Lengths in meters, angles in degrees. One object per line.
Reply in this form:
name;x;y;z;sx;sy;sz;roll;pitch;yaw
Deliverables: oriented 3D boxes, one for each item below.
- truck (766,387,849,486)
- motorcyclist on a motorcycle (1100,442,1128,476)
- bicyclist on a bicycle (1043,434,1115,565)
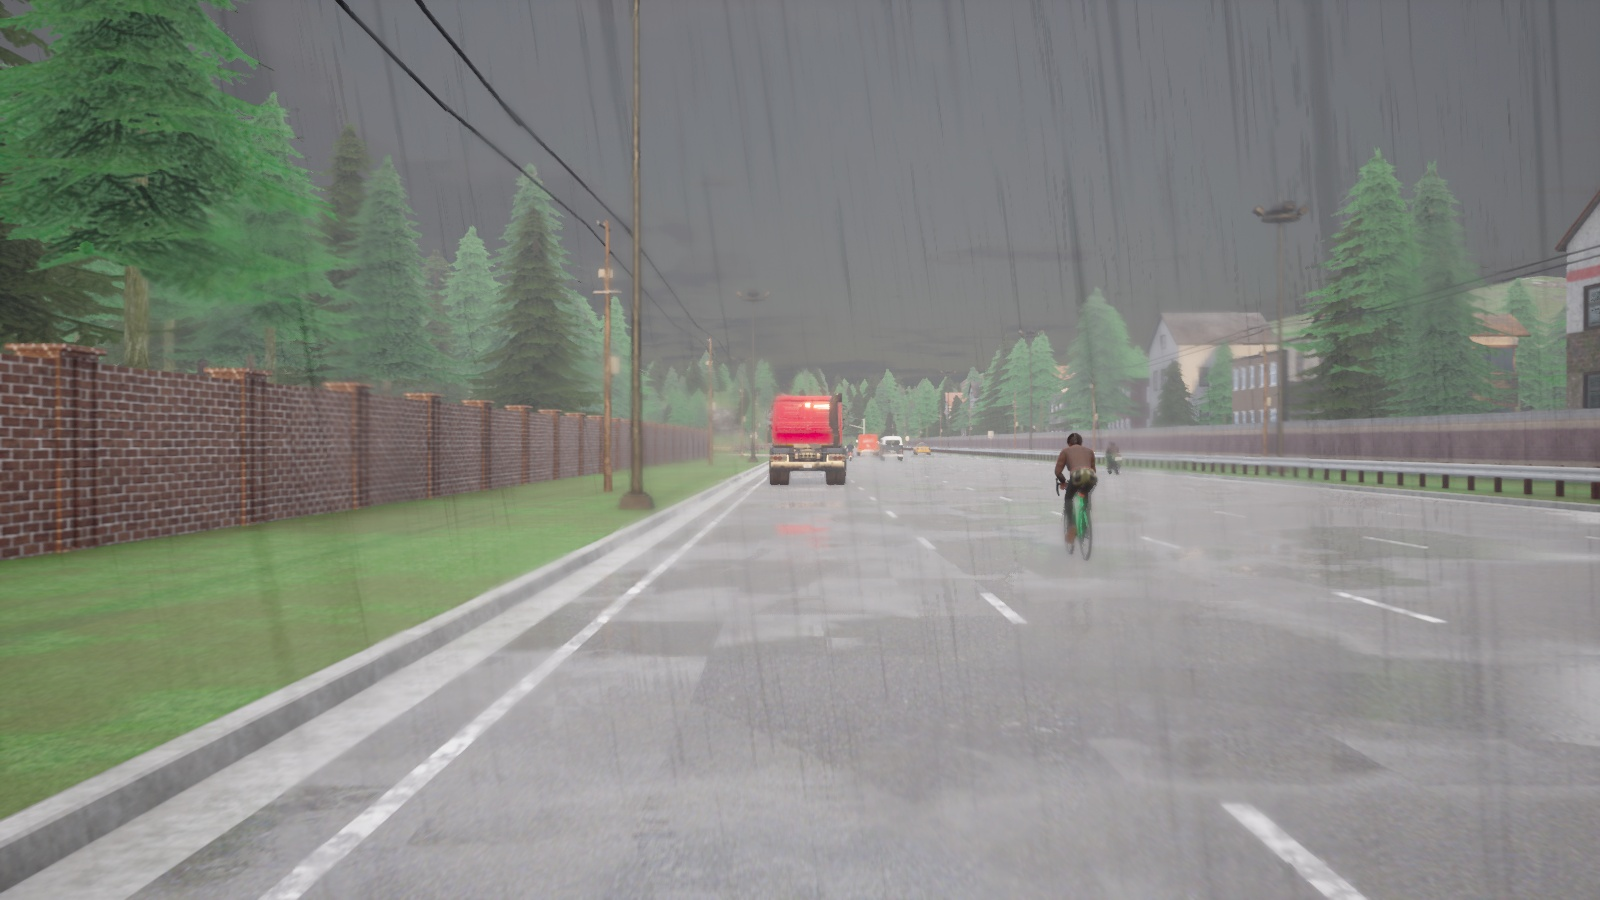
truck;0.289;-0.504;47.794;2.891;3.462;7.936;0;0;0
motorcyclist on a motorcycle;14.344;0.416;57.455;0.797;1.523;2.044;0;0;0
bicyclist on a bicycle;3.609;0.610;16.344;0.582;1.620;1.656;0;0;0
